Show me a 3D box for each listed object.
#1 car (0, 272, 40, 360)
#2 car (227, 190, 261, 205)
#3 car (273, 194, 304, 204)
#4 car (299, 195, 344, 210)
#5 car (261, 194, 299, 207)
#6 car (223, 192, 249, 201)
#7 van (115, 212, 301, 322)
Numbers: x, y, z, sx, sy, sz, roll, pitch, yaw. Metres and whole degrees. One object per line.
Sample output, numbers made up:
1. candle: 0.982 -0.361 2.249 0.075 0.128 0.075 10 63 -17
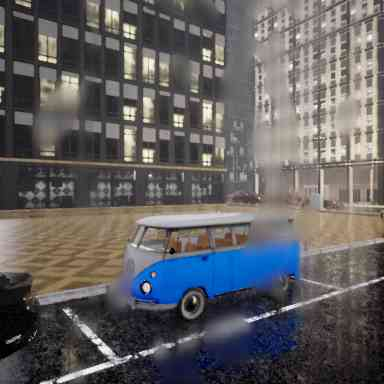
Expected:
1. car: -4.087 1.551 3.643 4.403 1.369 2.008 0 0 -36
2. car: 7.582 0.731 44.669 2.192 1.841 5.009 1 0 -36
3. car: 14.345 0.984 49.609 1.802 1.307 4.206 1 0 -36
4. car: 14.083 1.070 35.616 1.967 1.590 4.097 1 0 -36
5. car: 10.827 1.105 40.143 1.802 1.307 4.206 1 0 -36
6. car: 7.740 0.710 58.806 1.752 1.417 4.829 1 0 -36
7. van: 0.508 1.341 6.928 3.998 1.788 1.690 0 0 -36
